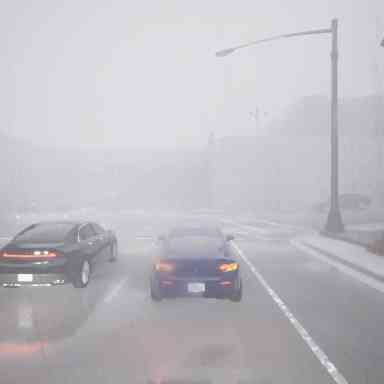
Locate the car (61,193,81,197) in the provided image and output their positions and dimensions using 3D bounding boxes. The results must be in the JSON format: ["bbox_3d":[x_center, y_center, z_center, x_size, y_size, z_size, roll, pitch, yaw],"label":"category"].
[{"bbox_3d":[-18.297,1.219,50.380,2.150,2.045,5.566,0,0,-1],"label":"car"}]

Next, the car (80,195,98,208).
[{"bbox_3d":[-14.778,1.477,49.716,1.882,1.535,5.008,0,0,-1],"label":"car"}]

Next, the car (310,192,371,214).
[{"bbox_3d":[12.565,0.891,28.345,4.892,1.490,1.837,-7,0,0],"label":"car"}]

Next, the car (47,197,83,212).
[{"bbox_3d":[-14.497,1.601,38.285,1.895,1.301,4.718,0,0,-2],"label":"car"}]

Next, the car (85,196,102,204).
[{"bbox_3d":[-18.523,1.506,63.022,1.837,1.490,4.892,0,0,-1],"label":"car"}]

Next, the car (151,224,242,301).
[{"bbox_3d":[0.098,1.526,8.195,1.812,1.442,4.674,0,0,0],"label":"car"}]

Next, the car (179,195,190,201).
[{"bbox_3d":[-2.029,1.524,85.033,1.812,1.442,4.674,0,0,24],"label":"car"}]

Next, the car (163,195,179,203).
[{"bbox_3d":[-4.559,1.353,71.241,2.097,1.767,4.553,0,0,2],"label":"car"}]

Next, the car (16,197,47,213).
[{"bbox_3d":[-17.951,1.352,37.567,2.097,1.767,4.553,0,0,-2],"label":"car"}]

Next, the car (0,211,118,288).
[{"bbox_3d":[-3.391,1.505,9.212,1.837,1.490,4.892,0,0,0],"label":"car"}]

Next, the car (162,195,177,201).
[{"bbox_3d":[-5.712,1.552,85.254,1.994,1.385,4.181,0,0,24],"label":"car"}]
